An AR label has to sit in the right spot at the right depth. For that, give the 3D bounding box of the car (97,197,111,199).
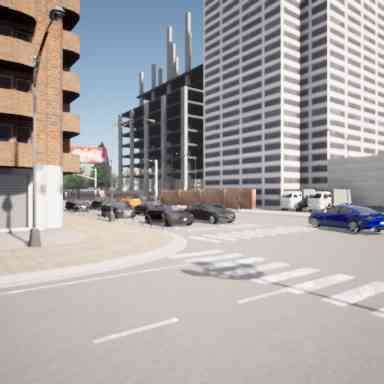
[{"bbox_3d":[-10.902,1.403,41.864,2.097,1.767,4.553,0,0,-36],"label":"car"}]

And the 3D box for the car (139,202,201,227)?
[{"bbox_3d":[-1.632,1.616,23.311,1.994,1.385,4.181,0,0,-36],"label":"car"}]

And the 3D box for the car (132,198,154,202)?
[{"bbox_3d":[-4.001,1.614,32.448,1.994,1.385,4.181,0,0,-36],"label":"car"}]

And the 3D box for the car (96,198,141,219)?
[{"bbox_3d":[-6.805,1.577,30.366,1.812,1.442,4.674,0,0,-36],"label":"car"}]

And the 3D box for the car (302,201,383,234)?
[{"bbox_3d":[9.211,1.524,19.956,1.882,1.535,5.008,1,0,-22],"label":"car"}]

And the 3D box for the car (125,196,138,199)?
[{"bbox_3d":[-9.773,1.400,52.252,2.097,1.767,4.553,0,0,-36],"label":"car"}]

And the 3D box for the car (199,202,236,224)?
[{"bbox_3d":[1.272,1.555,25.270,1.837,1.490,4.892,0,0,-36],"label":"car"}]

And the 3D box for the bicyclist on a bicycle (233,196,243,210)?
[{"bbox_3d":[5.523,1.348,39.708,1.656,1.620,0.582,0,0,-36],"label":"bicyclist on a bicycle"}]

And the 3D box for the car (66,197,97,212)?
[{"bbox_3d":[-13.515,1.539,39.505,2.128,1.511,4.902,0,0,-36],"label":"car"}]

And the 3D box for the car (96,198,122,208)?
[{"bbox_3d":[-12.610,1.597,50.201,2.033,1.411,5.357,0,0,-36],"label":"car"}]
